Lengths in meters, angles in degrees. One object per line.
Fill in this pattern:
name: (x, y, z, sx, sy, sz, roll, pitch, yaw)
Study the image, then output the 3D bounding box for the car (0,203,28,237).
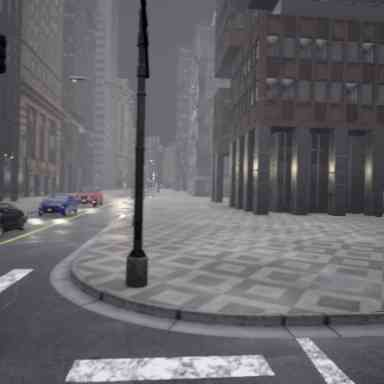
car: (-8.932, 1.169, 14.698, 1.994, 1.385, 4.181, 1, 1, -5)

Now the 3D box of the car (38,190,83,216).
car: (-9.925, 0.905, 25.060, 1.882, 1.535, 5.008, 1, 1, -6)

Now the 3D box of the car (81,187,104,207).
car: (-10.931, 0.466, 35.689, 2.150, 2.045, 5.566, 1, 1, -5)
